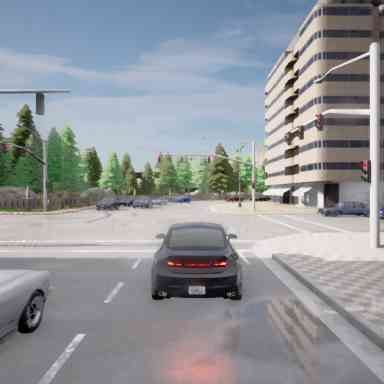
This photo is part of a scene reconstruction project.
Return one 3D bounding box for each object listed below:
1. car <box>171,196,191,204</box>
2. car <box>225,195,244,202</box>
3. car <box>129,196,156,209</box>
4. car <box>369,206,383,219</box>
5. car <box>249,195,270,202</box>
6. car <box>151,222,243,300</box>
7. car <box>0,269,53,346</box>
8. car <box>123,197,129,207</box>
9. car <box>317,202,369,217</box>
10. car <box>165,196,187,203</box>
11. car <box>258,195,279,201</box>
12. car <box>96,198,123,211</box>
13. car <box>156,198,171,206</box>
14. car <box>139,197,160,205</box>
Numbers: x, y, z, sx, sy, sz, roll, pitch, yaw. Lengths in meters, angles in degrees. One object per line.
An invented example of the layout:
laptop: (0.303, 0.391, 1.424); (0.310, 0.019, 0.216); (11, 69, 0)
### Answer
car: (-1.911, 1.477, 66.024); (1.882, 1.535, 5.008); (0, 0, 28)
car: (9.696, 1.477, 75.074); (5.008, 1.535, 1.882); (0, 0, -41)
car: (-6.785, 1.351, 45.988); (2.097, 1.767, 4.553); (0, 0, 3)
car: (17.692, 1.581, 27.518); (4.674, 1.442, 1.812); (0, 0, 0)
car: (15.170, 1.595, 74.804); (4.718, 1.301, 1.895); (0, 0, -33)
car: (0.114, 1.505, 8.354); (1.837, 1.490, 4.892); (0, 0, 1)
car: (-3.427, 1.601, 3.832); (1.895, 1.301, 4.718); (0, 0, 0)
car: (-9.971, 1.547, 51.315); (2.033, 1.411, 5.357); (0, 0, 6)
car: (14.595, 1.603, 31.027); (5.357, 1.411, 2.033); (0, 0, 0)
car: (-3.323, 1.539, 70.742); (2.033, 1.411, 5.357); (0, 0, 31)
car: (18.493, 1.499, 80.591); (4.892, 1.490, 1.837); (0, 0, -22)
car: (-10.415, 1.506, 41.284); (1.837, 1.490, 4.892); (0, 0, 2)
car: (-5.641, 1.600, 56.219); (1.895, 1.301, 4.718); (0, 0, 14)
car: (-7.795, 1.600, 61.238); (1.895, 1.301, 4.718); (0, 0, 20)
